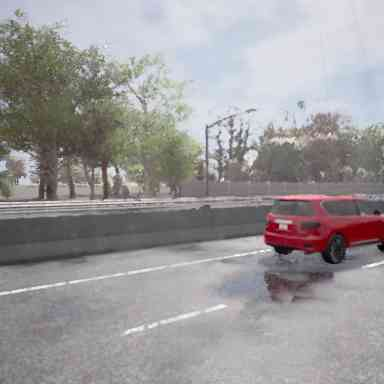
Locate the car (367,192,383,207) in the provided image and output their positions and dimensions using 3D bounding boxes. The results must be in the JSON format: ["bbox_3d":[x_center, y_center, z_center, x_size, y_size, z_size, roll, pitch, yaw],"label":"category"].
[{"bbox_3d":[25.005,0.971,43.266,4.553,1.767,2.097,-1,0,-35],"label":"car"}]

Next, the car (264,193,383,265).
[{"bbox_3d":[4.944,1.126,11.585,5.566,2.045,2.150,0,0,-35],"label":"car"}]

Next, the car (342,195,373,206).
[{"bbox_3d":[22.900,1.145,46.062,4.674,1.442,1.812,0,0,-35],"label":"car"}]

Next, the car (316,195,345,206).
[{"bbox_3d":[20.081,1.191,48.323,4.181,1.385,1.994,-1,0,-36],"label":"car"}]
